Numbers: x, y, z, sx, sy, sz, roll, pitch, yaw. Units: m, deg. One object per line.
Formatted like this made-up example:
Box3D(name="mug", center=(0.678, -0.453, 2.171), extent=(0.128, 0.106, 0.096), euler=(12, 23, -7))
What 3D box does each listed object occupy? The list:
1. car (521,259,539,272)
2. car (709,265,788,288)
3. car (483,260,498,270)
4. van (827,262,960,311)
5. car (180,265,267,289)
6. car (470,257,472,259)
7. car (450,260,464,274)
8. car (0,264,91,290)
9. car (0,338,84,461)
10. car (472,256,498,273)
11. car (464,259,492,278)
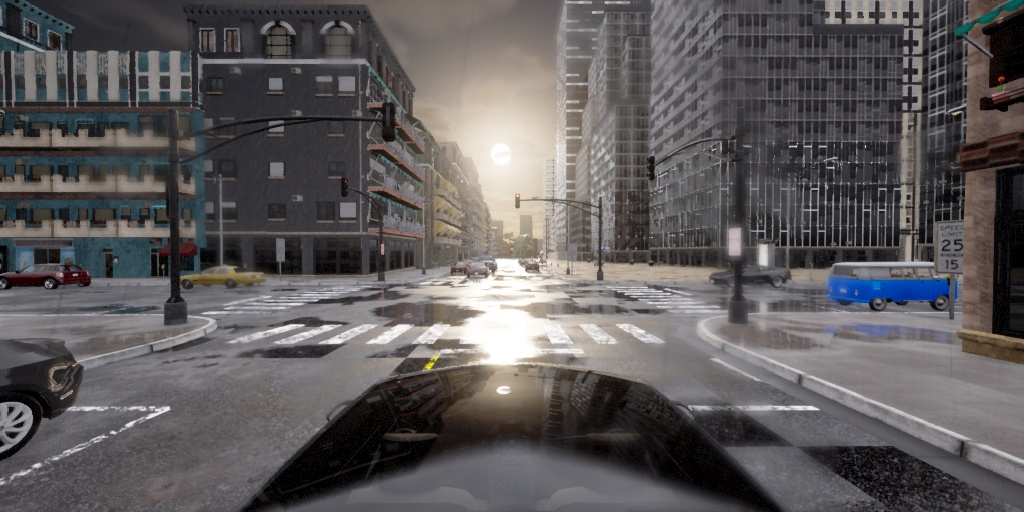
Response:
Box3D(name="car", center=(2.554, 1.289, 45.970), extent=(1.888, 1.381, 4.507), euler=(0, 0, 0))
Box3D(name="car", center=(14.629, 1.215, 22.262), extent=(4.313, 1.339, 1.948), euler=(0, 0, 0))
Box3D(name="car", center=(-3.205, 1.309, 54.101), extent=(1.994, 1.385, 4.181), euler=(0, 0, 0))
Box3D(name="van", center=(14.661, 1.116, 13.882), extent=(3.998, 1.789, 1.690), euler=(0, 0, 0))
Box3D(name="car", center=(-17.930, 1.247, 22.133), extent=(4.829, 1.417, 1.751), euler=(0, 0, 0))
Box3D(name="car", center=(-5.793, 1.184, 45.893), extent=(1.967, 1.591, 4.097), euler=(0, 0, 0))
Box3D(name="car", center=(-5.780, 1.289, 40.245), extent=(1.888, 1.381, 4.507), euler=(0, 0, 0))
Box3D(name="car", center=(-28.827, 1.190, 22.090), extent=(4.097, 1.591, 1.967), euler=(0, 0, 0))
Box3D(name="car", center=(-5.692, 1.300, 2.178), extent=(2.007, 1.370, 4.403), euler=(0, 0, 0))
Box3D(name="car", center=(-3.193, 0.966, 44.127), extent=(2.150, 2.045, 5.566), euler=(0, 0, 0))
Box3D(name="car", center=(-3.174, 1.270, 34.221), extent=(1.812, 1.442, 4.674), euler=(0, 0, 0))
